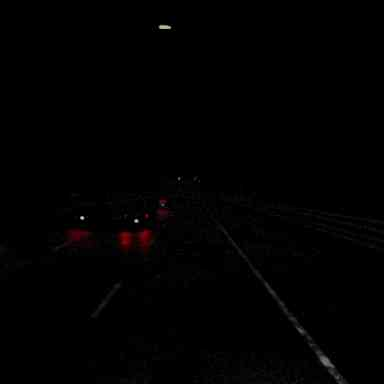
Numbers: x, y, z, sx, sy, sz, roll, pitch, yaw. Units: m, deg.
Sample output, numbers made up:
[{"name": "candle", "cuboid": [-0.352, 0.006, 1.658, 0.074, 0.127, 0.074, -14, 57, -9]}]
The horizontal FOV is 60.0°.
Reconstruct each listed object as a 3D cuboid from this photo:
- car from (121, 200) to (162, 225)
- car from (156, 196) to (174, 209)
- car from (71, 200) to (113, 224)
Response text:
[{"name": "car", "cuboid": [-3.388, 1.461, 22.498, 1.895, 1.301, 4.718, 0, 0, 0]}, {"name": "car", "cuboid": [-3.378, 1.245, 40.869, 1.837, 1.490, 4.892, 0, 0, 0]}, {"name": "car", "cuboid": [-6.888, 1.360, 23.298, 1.837, 1.490, 4.892, 0, 0, 0]}]
